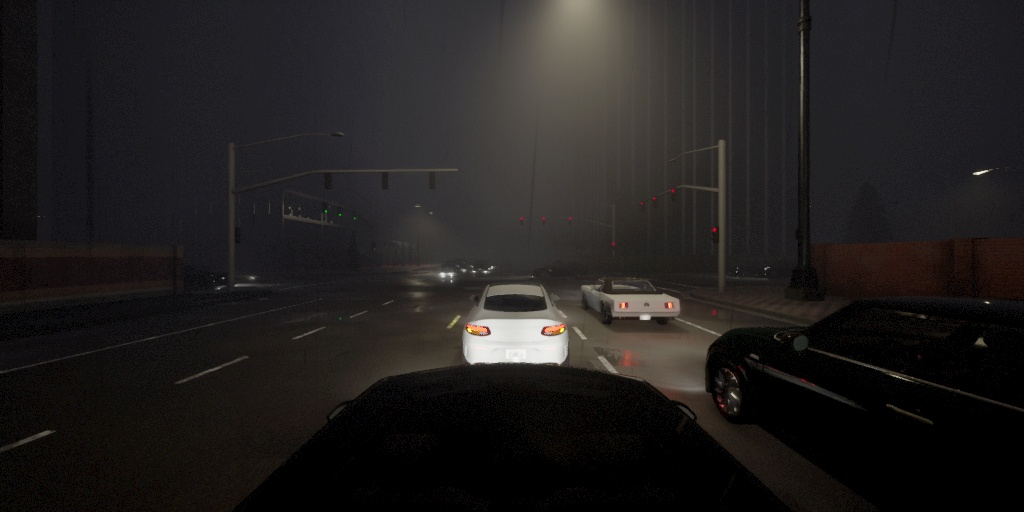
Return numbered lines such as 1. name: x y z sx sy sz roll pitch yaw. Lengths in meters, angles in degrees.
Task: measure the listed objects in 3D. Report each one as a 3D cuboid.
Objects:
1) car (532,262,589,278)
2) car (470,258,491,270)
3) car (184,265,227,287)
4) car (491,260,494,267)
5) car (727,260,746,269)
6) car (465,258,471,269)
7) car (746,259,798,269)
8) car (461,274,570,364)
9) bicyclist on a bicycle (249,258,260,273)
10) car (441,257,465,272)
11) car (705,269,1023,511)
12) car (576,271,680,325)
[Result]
1. car: 4.265 1.241 31.547 4.902 1.511 2.128 0 0 -1
2. car: -4.405 1.227 51.249 1.882 1.535 5.008 0 0 -1
3. car: -21.414 1.314 24.103 4.181 1.385 1.994 0 0 0
4. car: -4.546 1.275 60.689 1.812 1.442 4.674 0 0 -1
5. car: 23.635 1.103 35.225 4.553 1.767 2.097 0 0 0
6. car: -7.977 1.102 55.371 2.097 1.767 4.553 0 0 -1
7. car: 23.895 1.103 31.727 4.553 1.767 2.097 0 0 0
8. car: 0.060 1.276 7.583 1.812 1.442 4.674 0 0 0
9. bicyclist on a bicycle: -28.401 1.051 39.525 0.582 1.620 1.656 0 0 -1
10. car: -7.883 1.241 46.224 2.128 1.511 4.902 0 0 1
11. car: 3.600 1.102 2.898 2.097 1.767 4.553 0 0 0
12. car: 3.565 1.351 11.800 1.895 1.301 4.718 0 0 0
